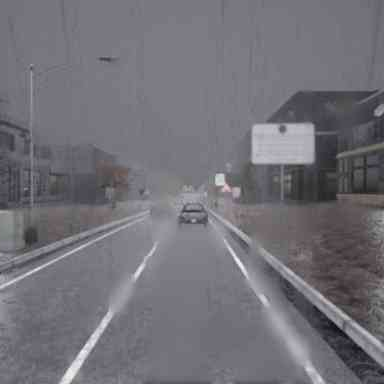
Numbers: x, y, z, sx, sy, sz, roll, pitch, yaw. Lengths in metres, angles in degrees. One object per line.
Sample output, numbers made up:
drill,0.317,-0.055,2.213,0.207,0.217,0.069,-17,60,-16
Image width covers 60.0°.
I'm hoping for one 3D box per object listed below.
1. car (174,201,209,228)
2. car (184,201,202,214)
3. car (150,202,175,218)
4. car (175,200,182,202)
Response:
car,0.096,1.558,22.479,2.128,1.511,4.902,0,-1,0
car,0.095,1.831,40.801,2.128,1.511,4.902,0,-2,0
car,-3.087,1.720,33.722,1.882,1.535,5.008,1,-1,0
car,-3.013,2.404,75.445,1.994,1.385,4.181,0,-1,0
